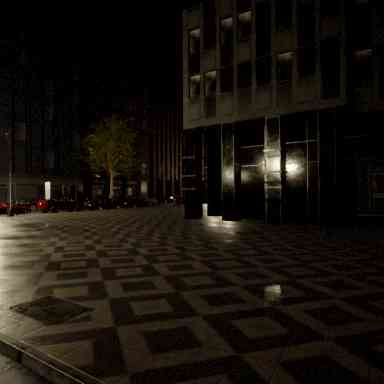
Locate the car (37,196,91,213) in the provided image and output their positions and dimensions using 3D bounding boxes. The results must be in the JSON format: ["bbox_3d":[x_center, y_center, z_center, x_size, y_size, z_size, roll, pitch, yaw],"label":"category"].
[{"bbox_3d":[-13.790,1.292,35.201,2.192,1.841,5.009,-1,0,35],"label":"car"}]

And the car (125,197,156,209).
[{"bbox_3d":[-7.370,1.510,44.471,1.947,1.339,4.313,-1,0,35],"label":"car"}]

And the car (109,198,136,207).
[{"bbox_3d":[-11.165,1.615,53.965,1.802,1.307,4.206,-1,0,35],"label":"car"}]

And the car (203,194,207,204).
[{"bbox_3d":[2.258,1.224,58.381,2.192,1.841,5.009,-1,0,35],"label":"car"}]

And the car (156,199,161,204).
[{"bbox_3d":[-8.052,1.546,58.461,1.752,1.417,4.829,-1,0,35],"label":"car"}]

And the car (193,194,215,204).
[{"bbox_3d":[2.339,1.285,63.028,2.097,1.767,4.553,-1,0,35],"label":"car"}]

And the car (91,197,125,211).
[{"bbox_3d":[-10.579,1.526,39.836,1.947,1.339,4.313,-1,0,35],"label":"car"}]

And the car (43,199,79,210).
[{"bbox_3d":[-17.585,1.643,44.691,1.802,1.307,4.206,-1,0,35],"label":"car"}]

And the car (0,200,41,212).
[{"bbox_3d":[-20.795,1.644,40.055,1.947,1.339,4.313,-1,0,35],"label":"car"}]

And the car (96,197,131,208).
[{"bbox_3d":[-11.416,1.514,48.746,1.837,1.490,4.892,-1,0,35],"label":"car"}]

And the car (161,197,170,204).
[{"bbox_3d":[-4.745,1.576,63.238,1.947,1.339,4.313,-1,0,35],"label":"car"}]

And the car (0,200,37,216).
[{"bbox_3d":[-16.998,1.577,30.563,1.802,1.307,4.206,-1,0,35],"label":"car"}]

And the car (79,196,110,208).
[{"bbox_3d":[-14.377,1.486,49.328,1.967,1.590,4.097,-1,0,35],"label":"car"}]

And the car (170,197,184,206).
[{"bbox_3d":[-0.951,1.464,53.744,1.887,1.381,4.507,-1,0,35],"label":"car"}]
